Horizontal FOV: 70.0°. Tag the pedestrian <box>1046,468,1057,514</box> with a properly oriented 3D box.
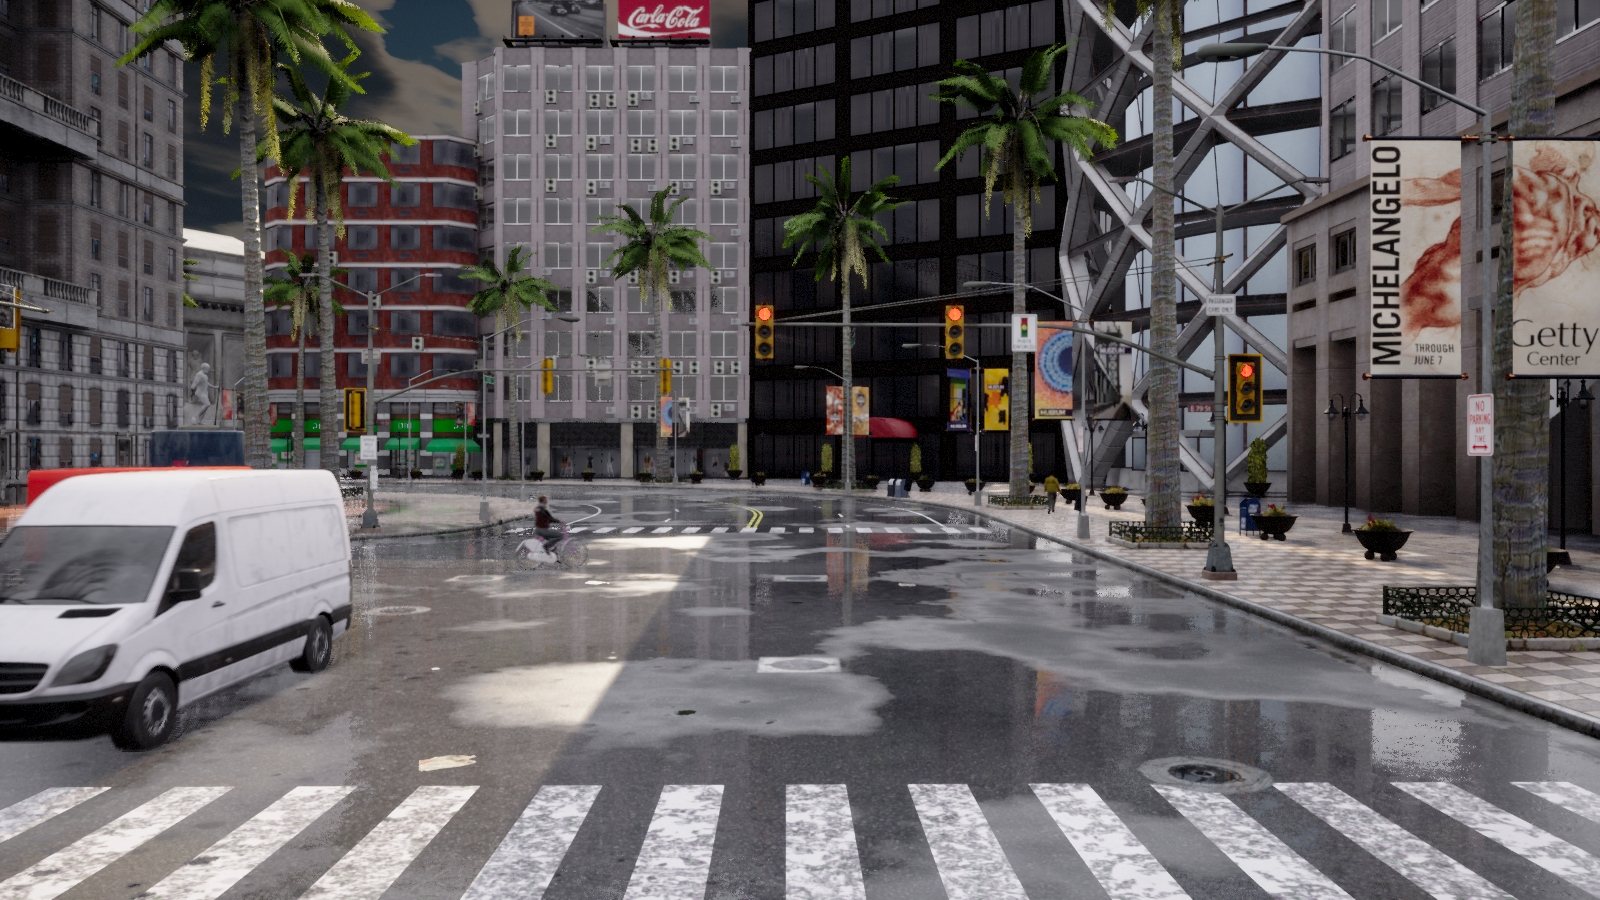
[{"bbox_3d":[10.334,1.679,46.856,0.375,1.860,0.375,0,0,24],"label":"pedestrian"}]

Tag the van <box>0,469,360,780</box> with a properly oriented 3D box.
[{"bbox_3d":[-7.005,1.530,12.661,1.988,2.561,5.915,0,0,0],"label":"van"}]
